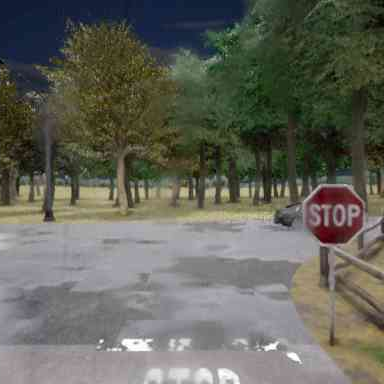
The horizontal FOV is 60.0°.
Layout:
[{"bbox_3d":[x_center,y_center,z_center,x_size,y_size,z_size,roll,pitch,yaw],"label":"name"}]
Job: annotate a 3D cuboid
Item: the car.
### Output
[{"bbox_3d":[6.909,1.280,18.167,4.892,1.490,1.837,-1,0,0],"label":"car"}]
